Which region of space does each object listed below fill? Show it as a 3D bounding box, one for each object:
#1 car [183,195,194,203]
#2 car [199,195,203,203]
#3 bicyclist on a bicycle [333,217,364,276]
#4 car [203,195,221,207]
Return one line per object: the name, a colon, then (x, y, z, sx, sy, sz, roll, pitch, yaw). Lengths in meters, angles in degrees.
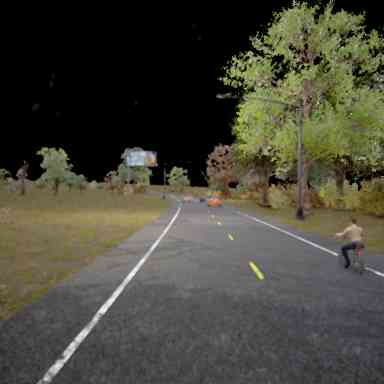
car: (-0.750, 1.380, 70.145, 2.097, 1.767, 4.553, 1, 0, -2)
car: (2.664, 1.431, 72.128, 2.097, 1.767, 4.553, 1, 0, -3)
bicyclist on a bicycle: (4.622, 1.522, 9.686, 0.866, 1.612, 1.509, 1, 0, 1)
car: (3.437, 1.444, 53.932, 2.097, 1.767, 4.553, 1, 0, -2)
